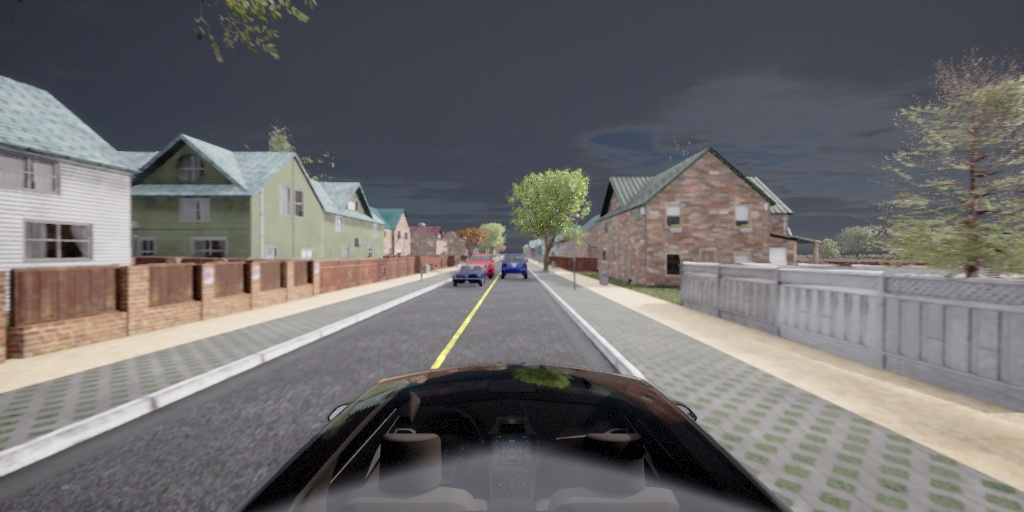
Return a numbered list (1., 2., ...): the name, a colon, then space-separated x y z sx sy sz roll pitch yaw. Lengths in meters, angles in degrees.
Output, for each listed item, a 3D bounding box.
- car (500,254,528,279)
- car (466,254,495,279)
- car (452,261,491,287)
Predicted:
1. car: 0.198 0.815 30.497 2.150 2.045 5.566 0 1 1
2. car: -2.625 0.807 30.770 2.150 2.045 5.566 0 0 0
3. car: -2.661 1.227 23.363 1.895 1.301 4.718 0 0 0
